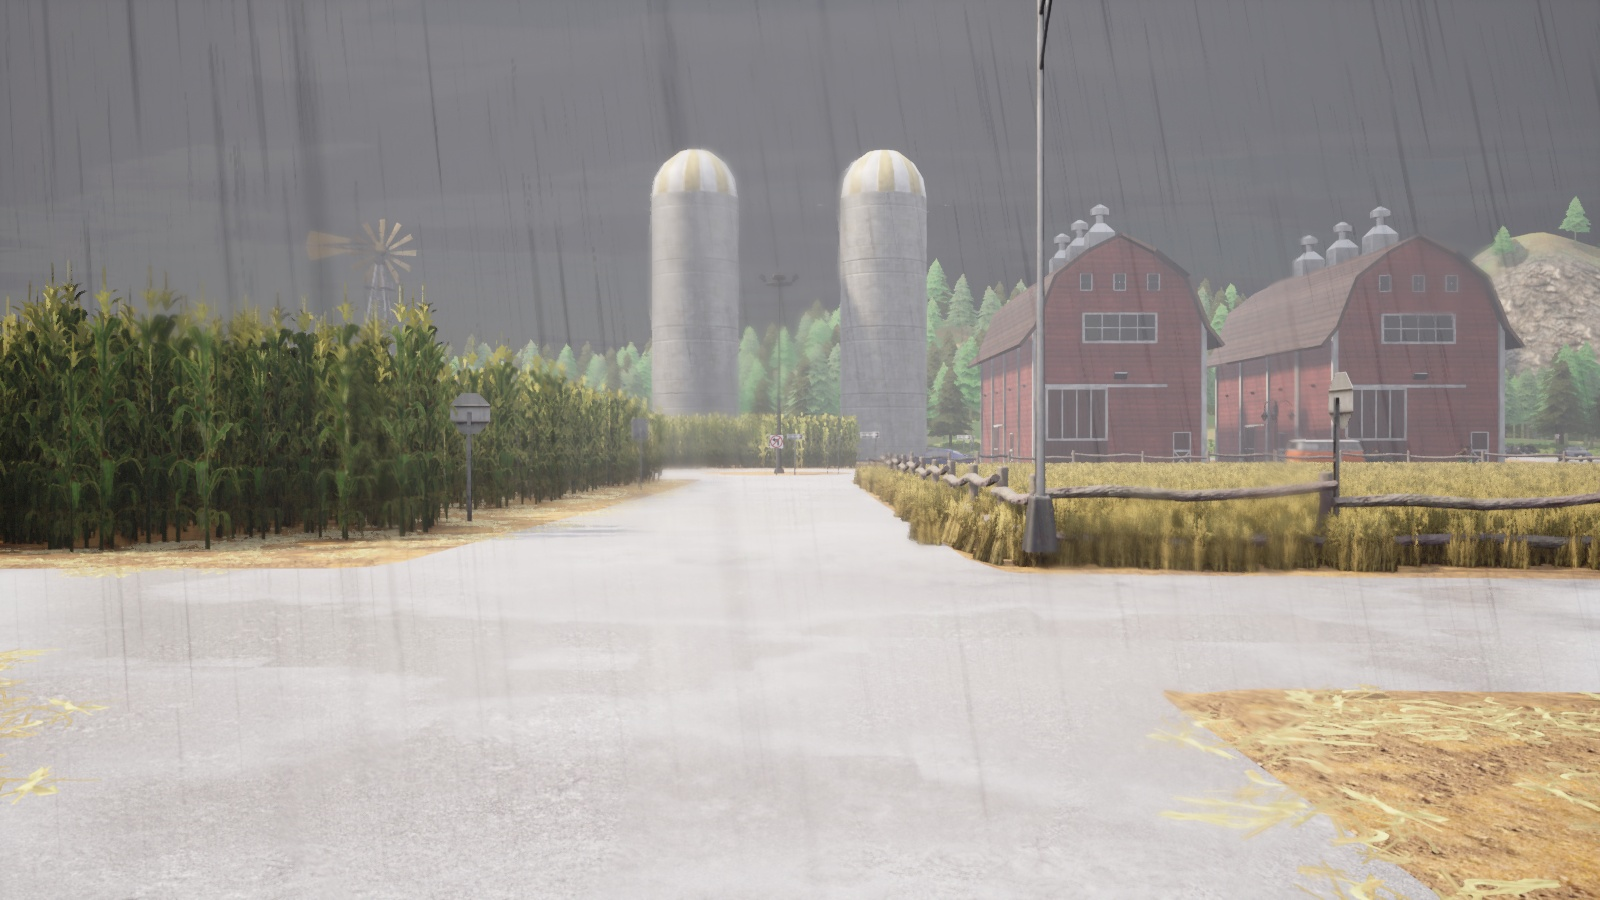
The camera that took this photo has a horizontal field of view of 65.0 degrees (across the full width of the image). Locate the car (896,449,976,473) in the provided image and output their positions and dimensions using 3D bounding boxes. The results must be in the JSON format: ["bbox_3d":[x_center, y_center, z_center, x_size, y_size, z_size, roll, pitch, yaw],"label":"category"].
[{"bbox_3d":[8.542,0.653,79.091,4.674,1.442,1.812,0,1,30],"label":"car"}]

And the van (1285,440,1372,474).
[{"bbox_3d":[31.474,0.416,74.908,4.442,1.987,1.775,0,0,-3],"label":"van"}]
